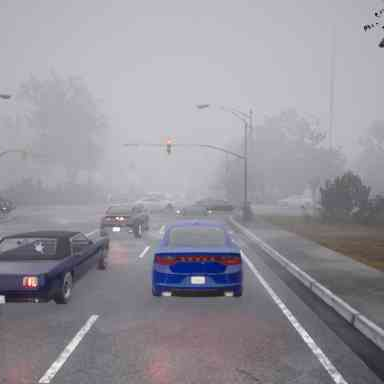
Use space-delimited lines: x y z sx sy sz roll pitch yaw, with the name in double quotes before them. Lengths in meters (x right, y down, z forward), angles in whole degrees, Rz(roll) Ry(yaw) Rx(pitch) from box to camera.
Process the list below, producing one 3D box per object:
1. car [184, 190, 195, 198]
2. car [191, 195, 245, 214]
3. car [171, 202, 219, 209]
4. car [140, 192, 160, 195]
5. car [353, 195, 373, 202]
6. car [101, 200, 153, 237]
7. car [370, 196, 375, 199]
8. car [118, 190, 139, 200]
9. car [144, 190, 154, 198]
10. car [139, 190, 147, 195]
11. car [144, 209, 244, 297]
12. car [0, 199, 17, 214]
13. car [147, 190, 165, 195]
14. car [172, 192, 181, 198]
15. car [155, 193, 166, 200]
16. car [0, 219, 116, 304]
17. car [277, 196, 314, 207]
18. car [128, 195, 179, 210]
"car" -0.354 0.419 85.440 2.150 2.045 5.566 0 1 -4
"car" 2.615 1.264 31.496 4.902 1.511 2.128 0 1 -3
"car" 0.123 1.459 17.549 1.994 1.385 4.181 0 0 0
"car" -7.016 1.127 55.487 1.994 1.385 4.181 0 1 0
"car" 22.471 1.175 43.309 4.892 1.490 1.837 0 1 -3
"car" -3.376 1.402 17.272 1.837 1.490 4.892 0 0 0
"car" 20.788 1.334 36.006 4.718 1.301 1.895 0 1 -3
"car" -10.545 0.930 53.876 2.097 1.767 4.553 0 0 1
"car" -10.806 0.445 84.255 2.150 2.045 5.566 0 1 -3
"car" -10.474 0.709 63.460 2.150 2.045 5.566 0 1 0
"car" 0.113 1.446 8.567 1.882 1.535 5.008 0 0 0
"car" -19.120 1.005 30.288 5.566 2.045 2.150 0 1 -3
"car" -6.976 0.956 64.295 1.882 1.535 5.008 0 1 0
"car" -3.724 0.791 82.309 2.033 1.411 5.357 0 1 -3
"car" -6.997 0.957 74.320 1.895 1.301 4.718 0 1 -1
"car" -3.388 1.573 8.020 1.895 1.301 4.718 0 0 0
"car" 13.283 1.200 42.801 4.674 1.442 1.812 0 1 -3
"car" -3.946 1.271 34.648 4.674 1.442 1.812 0 1 -3
